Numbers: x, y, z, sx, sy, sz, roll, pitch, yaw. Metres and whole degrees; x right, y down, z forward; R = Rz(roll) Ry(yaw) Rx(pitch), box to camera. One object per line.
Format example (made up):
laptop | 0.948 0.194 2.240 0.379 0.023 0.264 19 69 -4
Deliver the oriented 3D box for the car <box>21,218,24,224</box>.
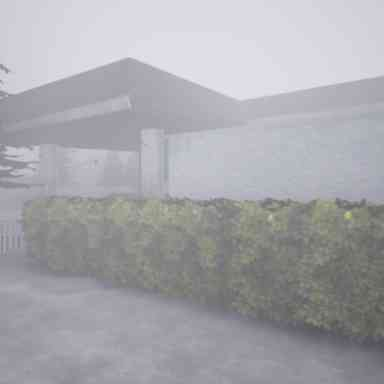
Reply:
car | -7.834 1.340 18.688 3.866 1.878 1.905 0 0 35
